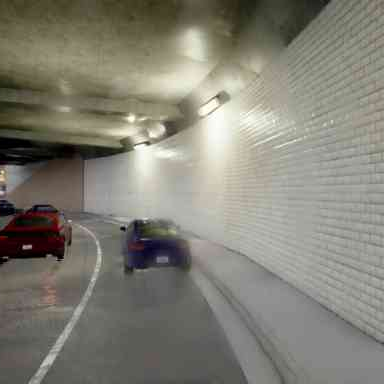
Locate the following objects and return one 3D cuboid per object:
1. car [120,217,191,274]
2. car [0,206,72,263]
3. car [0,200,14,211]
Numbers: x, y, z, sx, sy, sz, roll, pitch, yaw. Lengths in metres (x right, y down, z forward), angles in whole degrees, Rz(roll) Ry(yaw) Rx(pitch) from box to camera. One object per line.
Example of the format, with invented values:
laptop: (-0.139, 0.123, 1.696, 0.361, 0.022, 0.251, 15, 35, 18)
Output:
car: (-1.261, 1.525, 10.550, 1.812, 1.442, 4.674, 0, 0, -13)
car: (-5.526, 1.478, 12.159, 1.882, 1.535, 5.008, 0, 0, -16)
car: (-20.724, 1.548, 35.847, 2.033, 1.411, 5.357, 0, 0, -42)
